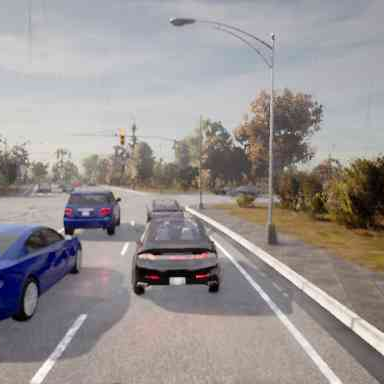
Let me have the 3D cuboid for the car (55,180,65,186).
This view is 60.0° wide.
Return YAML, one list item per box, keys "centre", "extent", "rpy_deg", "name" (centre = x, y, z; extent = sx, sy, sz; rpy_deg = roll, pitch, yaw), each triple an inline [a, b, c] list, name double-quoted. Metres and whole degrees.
- centre: [-32.904, -2.239, 82.744]
  extent: [2.128, 1.511, 4.902]
  rpy_deg: [-1, 3, -24]
  name: "car"

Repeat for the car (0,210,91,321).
- centre: [-3.809, 1.408, 7.117]
  extent: [1.882, 1.535, 5.008]
  rpy_deg: [0, 1, -4]
  name: "car"

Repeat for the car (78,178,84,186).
- centre: [-28.370, -2.186, 81.224]
  extent: [2.097, 1.767, 4.553]
  rpy_deg: [-1, 3, -24]
  name: "car"

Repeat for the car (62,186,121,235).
- centre: [-4.839, 0.901, 16.674]
  extent: [2.150, 2.045, 5.566]
  rpy_deg: [0, 2, -8]
  name: "car"

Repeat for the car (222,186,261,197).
- centre: [6.961, 0.004, 44.664]
  extent: [4.892, 1.490, 1.837]
  rpy_deg: [1, 3, -21]
  name: "car"

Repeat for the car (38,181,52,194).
- centre: [-23.069, -0.568, 52.146]
  extent: [1.812, 1.442, 4.674]
  rpy_deg: [-1, 3, -23]
  name: "car"

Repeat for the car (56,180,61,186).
- centre: [-26.258, -1.406, 68.128]
  extent: [1.837, 1.490, 4.892]
  rpy_deg: [-1, 3, -24]
  name: "car"

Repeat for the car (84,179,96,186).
- centre: [-25.208, -2.022, 82.737]
  extent: [1.895, 1.301, 4.718]
  rpy_deg: [-1, 3, -24]
  name: "car"

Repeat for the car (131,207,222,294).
- centre: [-0.438, 1.389, 8.576]
  extent: [2.128, 1.511, 4.902]
  rpy_deg: [0, 1, -4]
  name: "car"

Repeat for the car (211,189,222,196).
- centre: [5.105, -0.074, 47.700]
  extent: [4.718, 1.301, 1.895]
  rpy_deg: [1, 3, -21]
  name: "car"

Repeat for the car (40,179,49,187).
- centre: [-35.993, -2.296, 81.076]
  extent: [2.097, 1.767, 4.553]
  rpy_deg: [-1, 3, -24]
  name: "car"

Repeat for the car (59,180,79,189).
- centre: [-19.938, -0.683, 53.728]
  extent: [2.128, 1.511, 4.902]
  rpy_deg: [-1, 3, -23]
  name: "car"

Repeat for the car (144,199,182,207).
- centre: [-1.505, 1.121, 17.891]
  extent: [2.128, 1.511, 4.902]
  rpy_deg: [0, 2, -8]
  name: "car"

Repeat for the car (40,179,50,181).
- centre: [-29.325, -1.594, 66.407]
  extent: [2.150, 2.045, 5.566]
  rpy_deg: [-1, 3, -24]
  name: "car"
